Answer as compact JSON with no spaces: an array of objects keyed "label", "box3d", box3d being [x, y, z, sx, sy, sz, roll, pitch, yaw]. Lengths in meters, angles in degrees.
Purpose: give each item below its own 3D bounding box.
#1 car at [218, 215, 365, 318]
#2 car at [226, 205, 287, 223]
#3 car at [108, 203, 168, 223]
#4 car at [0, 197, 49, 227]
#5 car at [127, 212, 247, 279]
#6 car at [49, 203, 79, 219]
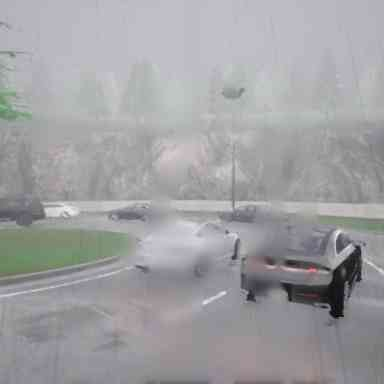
[{"label":"car","box3d":[2.713,1.513,7.617,2.128,1.511,4.902,0,0,32]},{"label":"car","box3d":[4.254,1.623,23.774,2.033,1.411,5.357,0,0,-39]},{"label":"car","box3d":[-4.221,1.598,25.667,4.902,1.511,2.128,0,-1,24]},{"label":"car","box3d":[-12.940,1.342,22.544,5.566,2.045,2.150,0,-1,-20]},{"label":"car","box3d":[0.054,1.564,10.259,1.812,1.442,4.674,0,0,26]},{"label":"car","box3d":[-12.498,1.671,29.596,4.674,1.442,1.812,0,-1,-9]}]
